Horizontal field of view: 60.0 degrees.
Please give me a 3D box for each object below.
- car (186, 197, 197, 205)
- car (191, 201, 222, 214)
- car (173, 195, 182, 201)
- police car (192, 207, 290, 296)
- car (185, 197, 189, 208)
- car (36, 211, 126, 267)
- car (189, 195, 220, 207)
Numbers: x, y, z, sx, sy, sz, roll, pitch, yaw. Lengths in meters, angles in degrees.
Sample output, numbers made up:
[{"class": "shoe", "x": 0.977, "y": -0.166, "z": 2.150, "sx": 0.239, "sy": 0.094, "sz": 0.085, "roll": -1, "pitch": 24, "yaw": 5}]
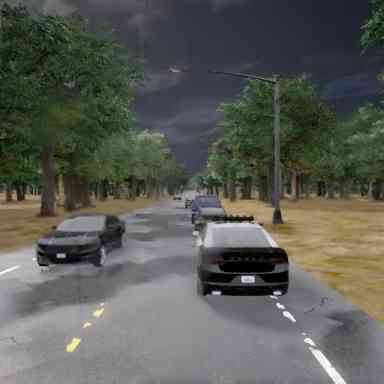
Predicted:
[{"class": "car", "x": -0.022, "y": 1.551, "z": 60.623, "sx": 1.895, "sy": 1.301, "sz": 4.718, "roll": 0, "pitch": 0, "yaw": 0}, {"class": "car", "x": 1.043, "y": 1.506, "z": 18.697, "sx": 1.837, "sy": 1.490, "sz": 4.892, "roll": 0, "pitch": 0, "yaw": 0}, {"class": "car", "x": -3.529, "y": 1.370, "z": 79.800, "sx": 1.882, "sy": 1.535, "sz": 5.008, "roll": 0, "pitch": 0, "yaw": 0}, {"class": "police car", "x": 1.046, "y": 1.428, "z": 8.804, "sx": 1.930, "sy": 1.638, "sz": 5.238, "roll": 0, "pitch": 0, "yaw": 0}, {"class": "car", "x": 0.013, "y": 1.468, "z": 46.151, "sx": 2.128, "sy": 1.511, "sz": 4.902, "roll": 0, "pitch": 0, "yaw": 0}, {"class": "car", "x": -3.605, "y": 1.480, "z": 11.651, "sx": 1.882, "sy": 1.535, "sz": 5.008, "roll": 0, "pitch": 0, "yaw": 0}, {"class": "car", "x": 1.041, "y": 1.222, "z": 24.729, "sx": 2.150, "sy": 2.045, "sz": 5.566, "roll": 0, "pitch": 0, "yaw": 0}]
